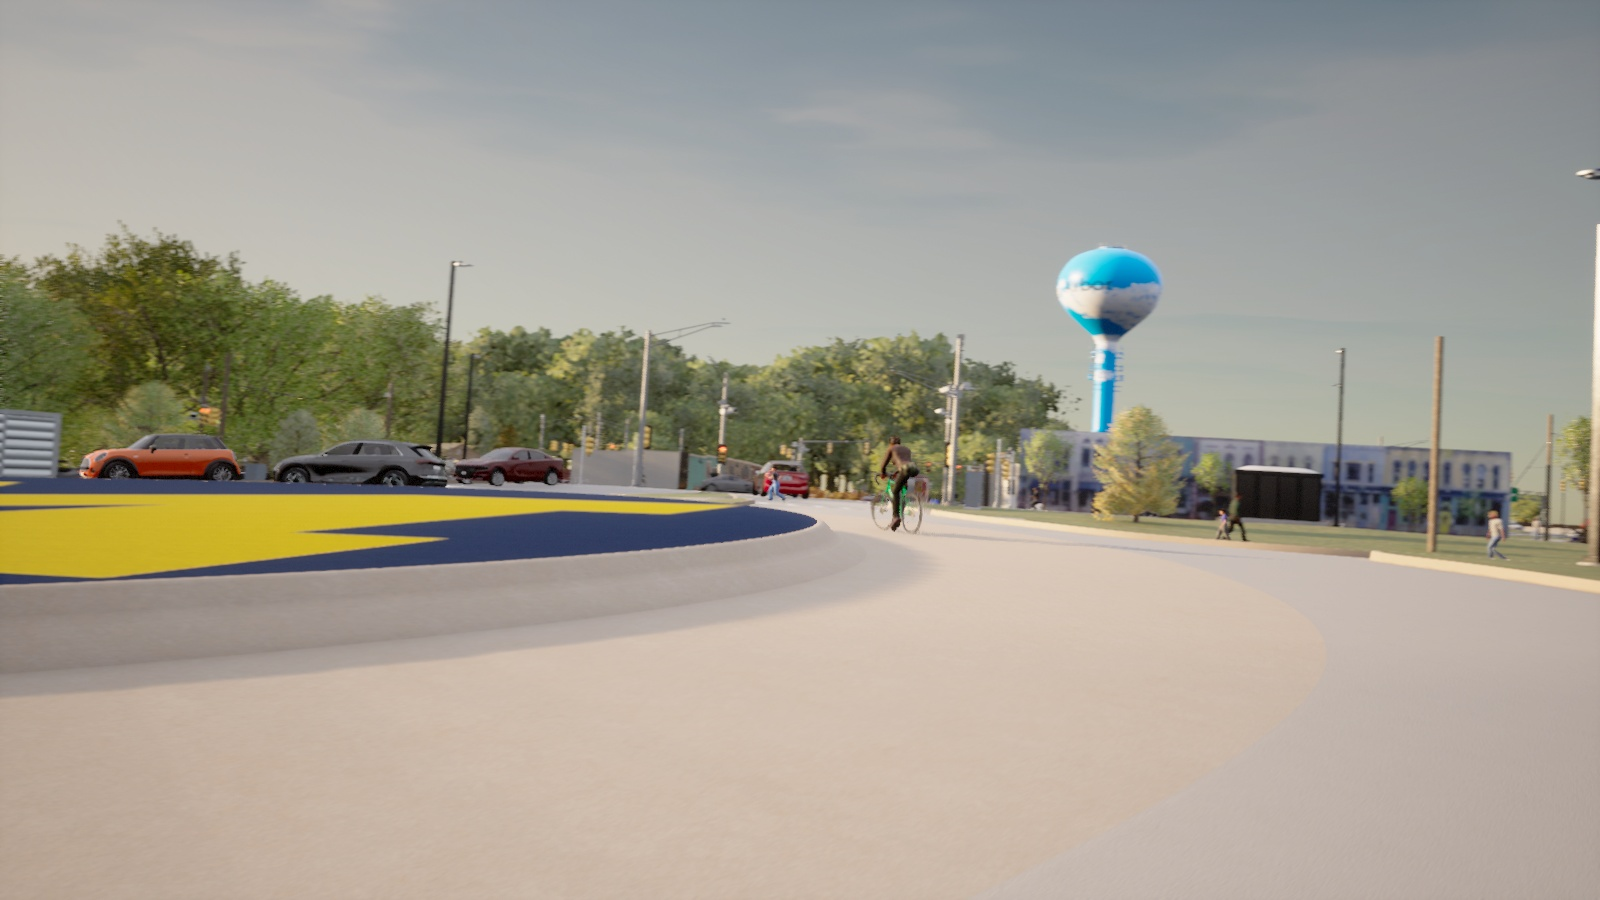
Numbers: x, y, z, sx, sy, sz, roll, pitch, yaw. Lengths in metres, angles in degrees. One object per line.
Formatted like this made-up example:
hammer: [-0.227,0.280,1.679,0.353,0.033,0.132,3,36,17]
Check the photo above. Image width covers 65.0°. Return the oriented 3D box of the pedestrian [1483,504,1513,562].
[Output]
pedestrian: [22.829,2.710,41.078,0.706,1.836,0.354,3,-3,8]

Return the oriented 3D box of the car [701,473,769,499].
car: [-4.297,2.391,82.843,4.181,1.385,1.994,4,-3,-9]

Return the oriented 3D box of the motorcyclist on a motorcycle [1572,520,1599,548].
motorcyclist on a motorcycle: [45.223,4.769,71.318,2.191,1.530,0.866,2,-3,17]

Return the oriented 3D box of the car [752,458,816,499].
car: [-0.789,1.291,57.560,2.242,1.667,4.611,3,-1,-9]

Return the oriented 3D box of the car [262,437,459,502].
car: [-12.520,0.585,35.929,4.856,1.649,2.033,1,-3,6]

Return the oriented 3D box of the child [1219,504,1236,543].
child: [14.193,2.451,41.732,0.437,1.263,0.270,3,-3,4]

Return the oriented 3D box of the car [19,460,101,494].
car: [-44.263,1.644,75.178,1.905,1.878,3.866,3,-2,16]

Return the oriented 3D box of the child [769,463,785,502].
child: [-0.755,1.088,41.755,0.437,1.263,0.270,4,-3,-6]

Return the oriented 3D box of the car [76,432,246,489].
car: [-20.762,0.355,40.867,4.553,1.767,2.097,1,-1,-39]

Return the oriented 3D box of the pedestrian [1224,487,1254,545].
pedestrian: [15.009,2.260,42.936,0.788,1.949,0.423,3,-3,-3]

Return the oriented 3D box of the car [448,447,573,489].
car: [-11.481,0.707,50.092,1.882,1.535,5.008,2,0,31]

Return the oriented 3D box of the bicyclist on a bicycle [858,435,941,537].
bicyclist on a bicycle: [1.644,0.582,21.011,0.582,1.620,1.656,2,-1,-25]
